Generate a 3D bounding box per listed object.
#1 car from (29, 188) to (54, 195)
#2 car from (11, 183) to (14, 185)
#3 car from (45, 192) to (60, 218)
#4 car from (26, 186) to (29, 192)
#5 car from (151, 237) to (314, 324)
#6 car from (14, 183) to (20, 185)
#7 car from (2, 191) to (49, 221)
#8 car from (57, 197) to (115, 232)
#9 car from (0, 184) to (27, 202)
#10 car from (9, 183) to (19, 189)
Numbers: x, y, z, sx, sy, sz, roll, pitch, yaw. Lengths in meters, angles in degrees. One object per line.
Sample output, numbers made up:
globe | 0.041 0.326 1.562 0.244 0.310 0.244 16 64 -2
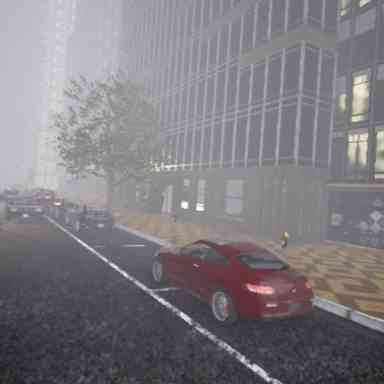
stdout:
car | -13.957 0.479 31.563 1.967 1.590 4.097 4 0 -31
car | -37.274 -1.054 70.650 1.947 1.339 4.313 4 0 -31
car | -8.137 0.997 21.791 2.008 1.369 4.403 4 0 -31
car | -16.871 0.275 36.448 1.967 1.590 4.097 4 0 -31
car | 0.603 1.626 7.133 1.802 1.307 4.206 4 0 -31
car | -28.532 -0.445 55.993 1.887 1.381 4.507 4 0 -31
car | -10.052 0.916 19.853 1.895 1.301 4.718 4 0 -30
car | -5.223 1.198 16.905 2.008 1.369 4.403 4 0 -31
car | -18.406 0.295 33.888 1.994 1.385 4.181 4 0 -31
car | -43.100 -1.477 80.421 1.947 1.339 4.313 4 0 -31
